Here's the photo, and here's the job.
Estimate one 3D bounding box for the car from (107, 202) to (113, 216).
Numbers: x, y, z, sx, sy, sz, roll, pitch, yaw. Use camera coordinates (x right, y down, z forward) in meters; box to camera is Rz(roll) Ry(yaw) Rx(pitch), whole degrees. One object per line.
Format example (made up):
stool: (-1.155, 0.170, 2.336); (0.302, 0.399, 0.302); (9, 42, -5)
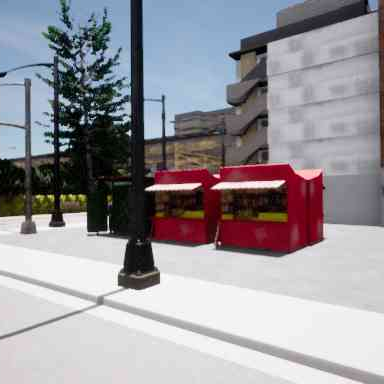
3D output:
car: (-7.800, 1.675, 33.383); (2.033, 1.411, 5.357); (-1, -1, 36)
